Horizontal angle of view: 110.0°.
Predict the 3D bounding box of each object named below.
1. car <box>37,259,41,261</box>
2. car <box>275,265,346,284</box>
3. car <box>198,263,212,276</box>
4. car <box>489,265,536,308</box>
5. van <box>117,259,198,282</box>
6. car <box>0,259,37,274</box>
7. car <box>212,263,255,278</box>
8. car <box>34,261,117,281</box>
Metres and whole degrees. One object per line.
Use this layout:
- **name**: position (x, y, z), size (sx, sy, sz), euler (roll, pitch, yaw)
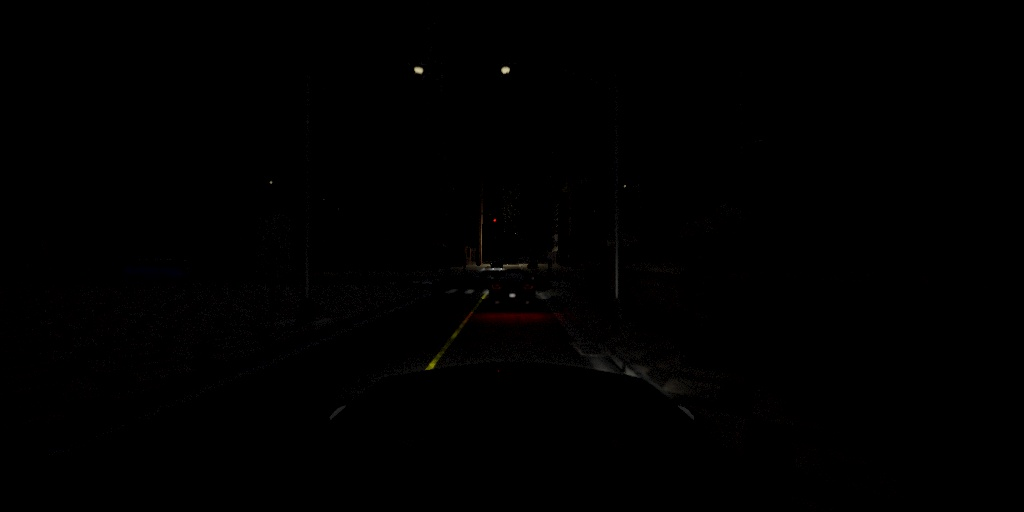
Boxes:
- **car**: position (-43.165, 1.153, 35.372), size (4.403, 1.370, 2.007), euler (0, 0, 0)
- **car**: position (-14.939, 1.391, 26.677), size (4.829, 1.417, 1.751), euler (0, 0, 0)
- **car**: position (-31.927, 1.303, 35.304), size (4.507, 1.381, 1.888), euler (0, 0, 0)
- **car**: position (0.029, 1.368, 16.085), size (1.882, 1.535, 5.008), euler (0, 0, 0)
- **van**: position (-26.350, 1.086, 26.745), size (3.998, 1.789, 1.690), euler (0, 0, 0)
- **car**: position (-48.782, 0.960, 35.405), size (4.097, 1.591, 1.967), euler (0, 0, 0)
- **car**: position (-26.309, 1.394, 35.271), size (4.313, 1.339, 1.948), euler (0, 0, 0)
- **car**: position (-31.968, 1.225, 26.779), size (4.403, 1.370, 2.007), euler (0, 0, 0)
